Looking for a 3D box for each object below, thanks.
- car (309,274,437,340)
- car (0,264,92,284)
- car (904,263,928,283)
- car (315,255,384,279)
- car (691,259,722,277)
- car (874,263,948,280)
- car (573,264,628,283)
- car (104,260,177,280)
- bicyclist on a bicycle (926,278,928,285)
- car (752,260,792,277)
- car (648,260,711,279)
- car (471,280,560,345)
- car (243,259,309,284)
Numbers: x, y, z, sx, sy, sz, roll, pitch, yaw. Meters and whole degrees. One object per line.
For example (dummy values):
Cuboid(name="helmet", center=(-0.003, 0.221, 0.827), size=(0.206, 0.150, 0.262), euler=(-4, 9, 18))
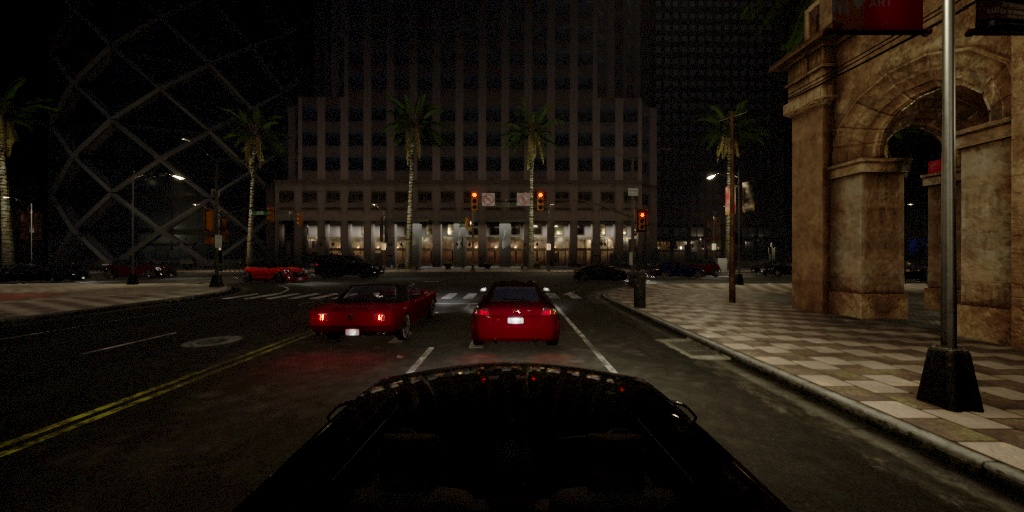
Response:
Cuboid(name="car", center=(-3.419, 1.351, 9.931), size=(1.895, 1.301, 4.718), euler=(0, 0, 0))
Cuboid(name="car", center=(-35.743, 1.297, 27.115), size=(5.357, 1.411, 2.033), euler=(0, 0, -13))
Cuboid(name="car", center=(29.490, 1.297, 27.832), size=(5.357, 1.411, 2.033), euler=(0, 0, 0))
Cuboid(name="car", center=(-14.229, 0.970, 31.442), size=(5.566, 2.045, 2.150), euler=(0, 0, 0))
Cuboid(name="car", center=(17.809, 1.102, 35.064), size=(4.553, 1.767, 2.097), euler=(0, 0, 0))
Cuboid(name="car", center=(34.752, 1.314, 31.315), size=(4.181, 1.385, 1.994), euler=(0, 0, 0))
Cuboid(name="car", center=(6.832, 1.314, 27.896), size=(4.181, 1.385, 1.994), euler=(0, 0, 0))
Cuboid(name="car", center=(-31.930, 1.101, 30.988), size=(4.553, 1.767, 2.097), euler=(0, 0, -7))
Cuboid(name="bicyclist on a bicycle", center=(24.674, 1.050, 20.563), size=(0.582, 1.620, 1.656), euler=(0, 0, 0))
Cuboid(name="car", center=(26.903, 1.241, 35.039), size=(4.902, 1.511, 2.128), euler=(0, 0, 0))
Cuboid(name="car", center=(14.374, 1.275, 31.375), size=(4.674, 1.442, 1.812), euler=(0, 0, 0))
Cuboid(name="car", center=(0.080, 1.314, 9.470), size=(1.994, 1.385, 4.181), euler=(0, 0, 0))
Cuboid(name="car", center=(-17.533, 1.102, 26.732), size=(4.553, 1.767, 2.097), euler=(0, 0, 17))
